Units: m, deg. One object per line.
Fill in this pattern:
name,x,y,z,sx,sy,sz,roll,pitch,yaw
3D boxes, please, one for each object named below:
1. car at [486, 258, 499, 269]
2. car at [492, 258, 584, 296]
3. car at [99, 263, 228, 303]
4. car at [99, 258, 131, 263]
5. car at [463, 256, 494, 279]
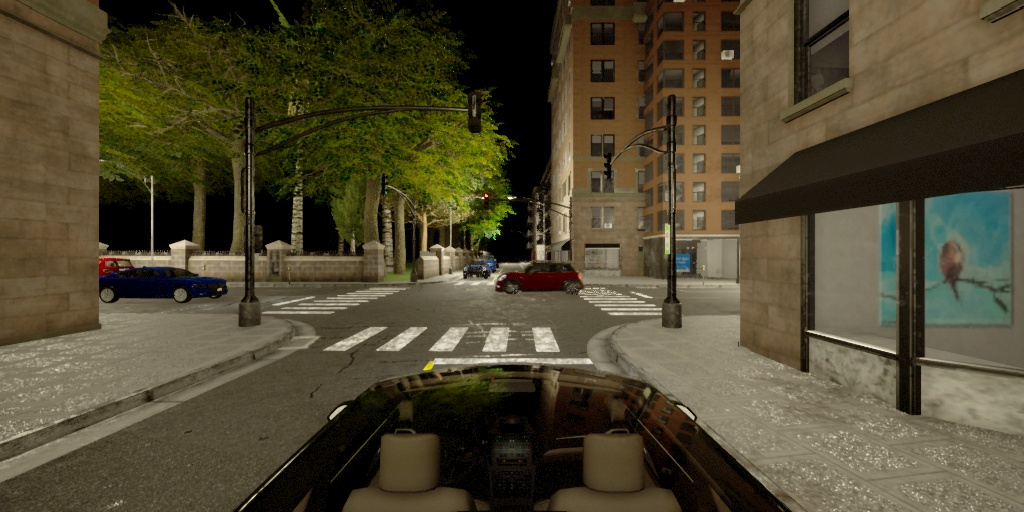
car,-3.013,1.163,56.370,1.882,1.535,5.008,0,0,0
car,1.404,1.101,18.885,4.553,1.767,2.097,0,0,1
car,-15.473,1.212,15.908,5.008,1.535,1.882,0,0,0
car,-25.925,1.035,21.825,5.009,1.841,2.192,0,0,1
car,-3.093,1.083,32.212,2.097,1.767,4.553,0,0,1
